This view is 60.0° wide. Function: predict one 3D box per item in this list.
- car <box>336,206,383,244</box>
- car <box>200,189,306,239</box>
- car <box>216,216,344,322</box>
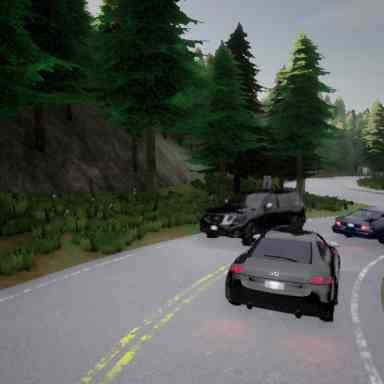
[{"bbox_3d":[8.623,1.372,14.990,5.357,1.411,2.033,-1,5,-33],"label":"car"},{"bbox_3d":[2.814,0.922,14.295,5.566,2.045,2.150,-2,4,-44],"label":"car"},{"bbox_3d":[2.226,1.531,7.475,1.994,1.385,4.181,2,2,24],"label":"car"}]
